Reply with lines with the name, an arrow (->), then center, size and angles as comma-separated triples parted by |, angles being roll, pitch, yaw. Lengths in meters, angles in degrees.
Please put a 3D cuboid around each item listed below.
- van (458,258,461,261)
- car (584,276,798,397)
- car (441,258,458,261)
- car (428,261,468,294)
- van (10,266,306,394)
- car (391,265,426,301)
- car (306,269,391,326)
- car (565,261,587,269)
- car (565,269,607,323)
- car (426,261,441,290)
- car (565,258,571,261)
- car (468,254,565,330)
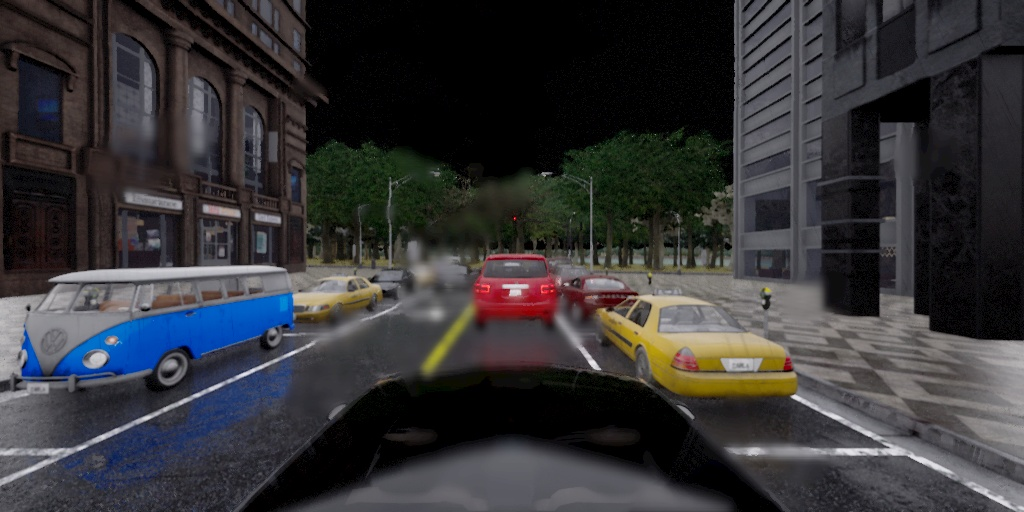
van -> -5.760, 1.064, 33.647 | 1.690, 1.789, 3.998 | 0, 0, 0
car -> 2.762, 1.271, 6.629 | 1.751, 1.417, 4.829 | 0, 0, 0
car -> -5.761, 1.167, 28.209 | 1.967, 1.591, 4.097 | 0, 0, 0
car -> -3.081, 1.238, 20.074 | 1.837, 1.490, 4.892 | 0, 0, 0
van -> -5.763, 1.086, 6.460 | 1.690, 1.789, 3.998 | 0, 0, 0
car -> -5.762, 1.301, 17.335 | 1.948, 1.339, 4.313 | 0, 0, 0
car -> -5.762, 1.266, 11.727 | 1.751, 1.417, 4.829 | 0, 0, 0
car -> 2.763, 1.175, 17.334 | 1.967, 1.591, 4.097 | 0, 0, 0
car -> 2.763, 1.285, 11.896 | 1.888, 1.381, 4.507 | 0, 0, 0
car -> -5.761, 1.257, 22.602 | 1.751, 1.417, 4.829 | 0, 0, 0
car -> 2.764, 1.046, 22.771 | 2.192, 1.841, 5.009 | 0, 0, 0
car -> 0.103, 0.962, 11.153 | 2.150, 2.045, 5.566 | 0, 0, 0
